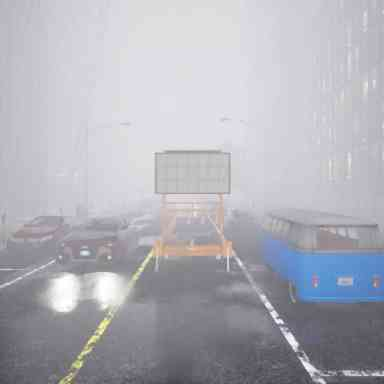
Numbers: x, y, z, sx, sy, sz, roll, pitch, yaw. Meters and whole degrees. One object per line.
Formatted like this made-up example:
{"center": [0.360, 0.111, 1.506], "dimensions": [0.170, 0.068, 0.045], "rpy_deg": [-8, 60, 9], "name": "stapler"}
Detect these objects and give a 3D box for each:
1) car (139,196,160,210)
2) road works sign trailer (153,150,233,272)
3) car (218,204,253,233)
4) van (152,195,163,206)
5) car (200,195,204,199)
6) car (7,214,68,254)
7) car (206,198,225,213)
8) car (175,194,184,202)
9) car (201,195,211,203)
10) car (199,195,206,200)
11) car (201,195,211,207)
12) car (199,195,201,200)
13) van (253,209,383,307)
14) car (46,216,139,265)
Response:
{"center": [-5.605, 1.548, 41.873], "dimensions": [2.008, 1.369, 4.403], "rpy_deg": [0, 0, 0], "name": "car"}
{"center": [0.022, 0.464, 10.723], "dimensions": [2.380, 3.560, 2.880], "rpy_deg": [0, 0, 0], "name": "road works sign trailer"}
{"center": [2.729, 1.581, 19.082], "dimensions": [1.802, 1.307, 4.206], "rpy_deg": [0, 0, 0], "name": "car"}
{"center": [-5.581, 1.328, 53.258], "dimensions": [1.690, 1.788, 3.998], "rpy_deg": [0, 0, 0], "name": "van"}
{"center": [2.799, 1.538, 53.237], "dimensions": [2.008, 1.369, 4.403], "rpy_deg": [0, 0, 0], "name": "car"}
{"center": [-5.663, 1.582, 13.410], "dimensions": [1.802, 1.307, 4.206], "rpy_deg": [0, 0, 0], "name": "car"}
{"center": [2.764, 1.581, 36.160], "dimensions": [1.802, 1.307, 4.206], "rpy_deg": [0, 0, 0], "name": "car"}
{"center": [-2.842, 1.301, 77.582], "dimensions": [2.097, 1.767, 4.553], "rpy_deg": [0, 0, 0], "name": "car"}
{"center": [2.834, 1.401, 70.314], "dimensions": [1.967, 1.590, 4.097], "rpy_deg": [0, 0, 0], "name": "car"}
{"center": [2.881, 1.462, 93.085], "dimensions": [1.887, 1.381, 4.507], "rpy_deg": [0, 0, 0], "name": "car"}
{"center": [2.788, 1.544, 47.545], "dimensions": [2.008, 1.369, 4.403], "rpy_deg": [0, 0, 0], "name": "car"}
{"center": [2.823, 1.410, 64.622], "dimensions": [1.967, 1.590, 4.097], "rpy_deg": [0, 0, 0], "name": "car"}
{"center": [2.706, 1.341, 7.698], "dimensions": [1.690, 1.788, 3.998], "rpy_deg": [0, 0, 0], "name": "van"}
{"center": [-3.077, 1.564, 11.541], "dimensions": [1.994, 1.385, 4.181], "rpy_deg": [0, 0, 0], "name": "car"}
